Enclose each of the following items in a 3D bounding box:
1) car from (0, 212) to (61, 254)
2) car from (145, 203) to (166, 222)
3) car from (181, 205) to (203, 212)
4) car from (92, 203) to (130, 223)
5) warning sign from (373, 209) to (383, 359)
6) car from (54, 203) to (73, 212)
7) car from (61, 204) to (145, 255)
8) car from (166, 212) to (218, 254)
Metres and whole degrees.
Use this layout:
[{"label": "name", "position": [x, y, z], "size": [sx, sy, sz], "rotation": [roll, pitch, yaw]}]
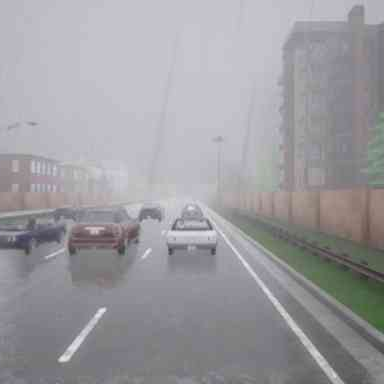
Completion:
[{"label": "car", "position": [-6.998, 1.732, 14.098], "size": [1.895, 1.301, 4.718], "rotation": [0, 0, 0]}, {"label": "car", "position": [-3.496, 1.779, 29.301], "size": [1.837, 1.490, 4.892], "rotation": [0, 0, 0]}, {"label": "car", "position": [0.002, 1.816, 28.981], "size": [2.033, 1.411, 5.357], "rotation": [0, 0, 0]}, {"label": "car", "position": [-6.996, 1.764, 29.286], "size": [2.128, 1.511, 4.902], "rotation": [0, 0, 0]}, {"label": "warning sign", "position": [3.050, 1.152, 3.864], "size": [1.300, 1.860, 1.060], "rotation": [0, -1, 0]}, {"label": "car", "position": [-10.496, 1.779, 29.301], "size": [1.837, 1.490, 4.892], "rotation": [0, 0, 0]}, {"label": "car", "position": [-3.497, 1.481, 14.076], "size": [2.097, 1.767, 4.553], "rotation": [0, -1, 0]}, {"label": "car", "position": [0.002, 1.732, 14.098], "size": [1.895, 1.301, 4.718], "rotation": [0, 0, 0]}]
